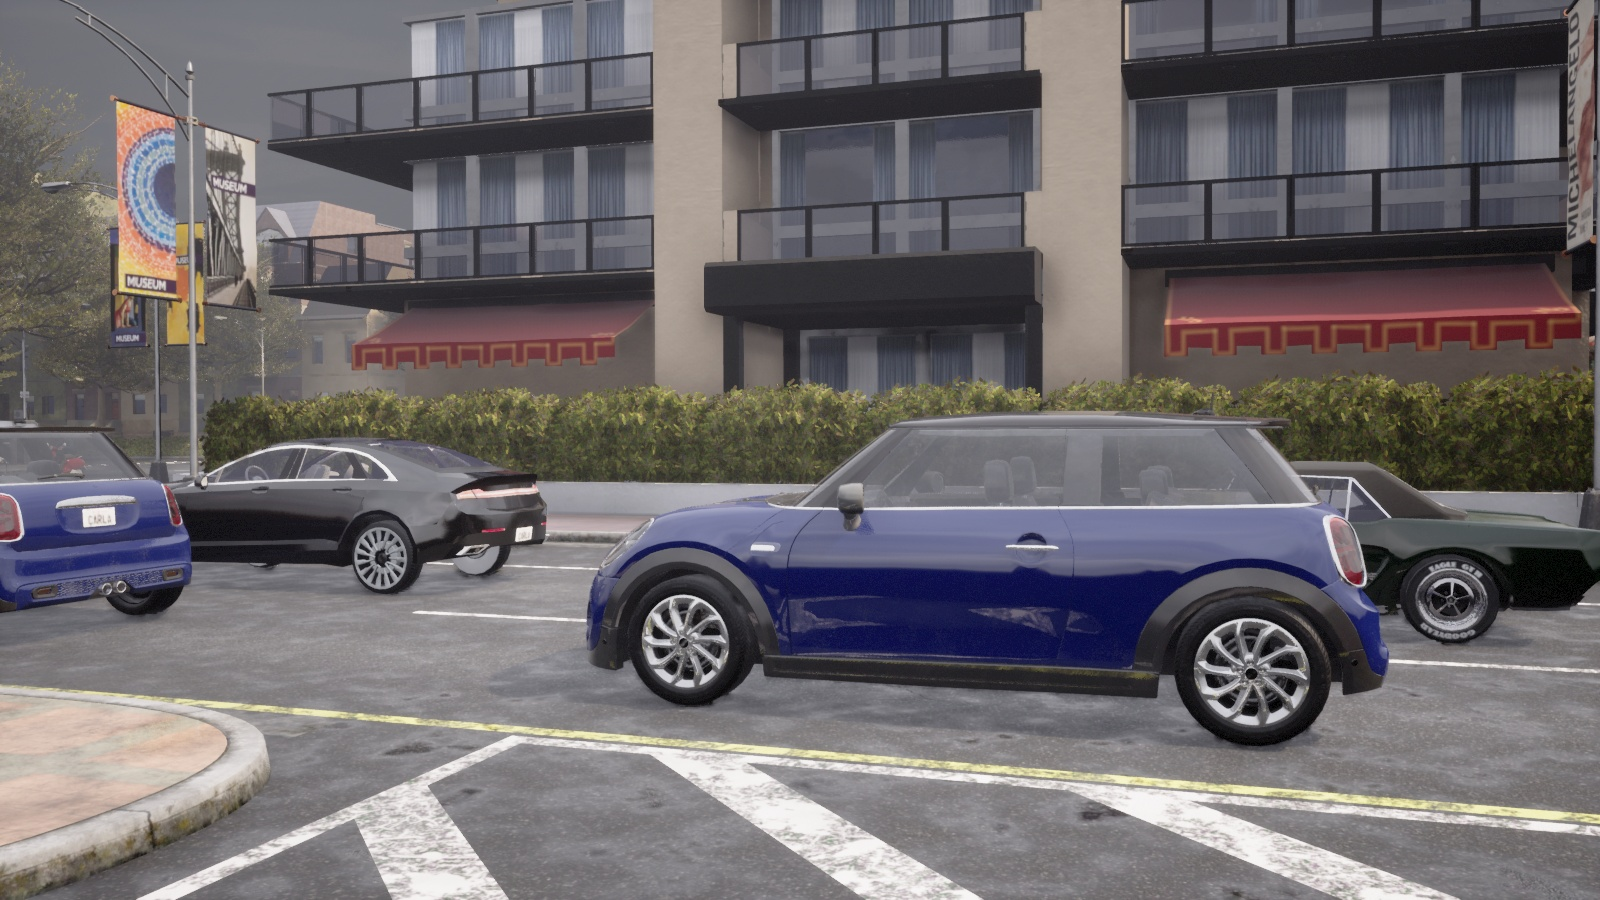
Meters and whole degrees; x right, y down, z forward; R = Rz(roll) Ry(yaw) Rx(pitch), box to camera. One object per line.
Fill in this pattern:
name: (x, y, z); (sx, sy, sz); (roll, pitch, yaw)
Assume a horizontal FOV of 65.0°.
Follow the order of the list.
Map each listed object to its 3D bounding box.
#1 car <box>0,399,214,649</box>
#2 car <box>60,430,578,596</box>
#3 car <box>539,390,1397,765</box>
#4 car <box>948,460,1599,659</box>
car: (-7.503, 0.489, 10.465); (4.553, 1.767, 2.097); (1, 1, 19)
car: (-5.065, 0.550, 13.338); (4.902, 1.511, 2.128); (1, 1, 19)
car: (0.966, 0.567, 7.615); (4.553, 1.767, 2.097); (1, 1, 18)
car: (3.746, 0.775, 10.374); (4.718, 1.301, 1.895); (1, 1, 19)
